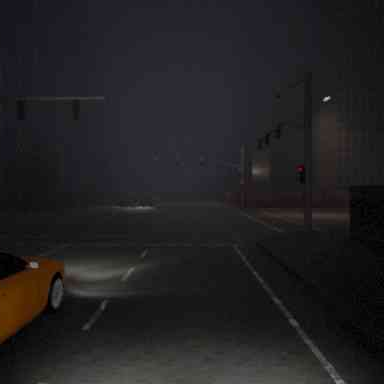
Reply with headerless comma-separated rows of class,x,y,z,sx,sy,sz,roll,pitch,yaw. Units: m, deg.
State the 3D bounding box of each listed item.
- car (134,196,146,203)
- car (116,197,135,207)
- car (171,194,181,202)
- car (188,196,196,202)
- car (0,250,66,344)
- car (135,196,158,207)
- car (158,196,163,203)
car,-10.498,1.516,67.503,1.812,1.442,4.674,0,0,0
car,-10.557,1.471,52.180,1.882,1.535,5.008,0,0,0
car,-3.495,1.324,75.026,2.097,1.767,4.553,0,0,0
car,0.005,1.521,75.055,1.994,1.385,4.181,0,0,0
car,-3.446,1.477,4.613,1.882,1.535,5.008,0,0,1
car,-7.057,1.486,52.514,2.128,1.511,4.902,0,0,0
car,-6.996,1.517,67.747,1.812,1.442,4.674,0,0,0
